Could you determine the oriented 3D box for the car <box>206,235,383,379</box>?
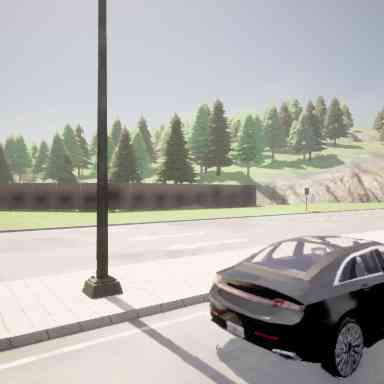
[{"bbox_3d":[2.508,1.491,5.538,4.902,1.511,2.128,0,0,-35],"label":"car"}]
